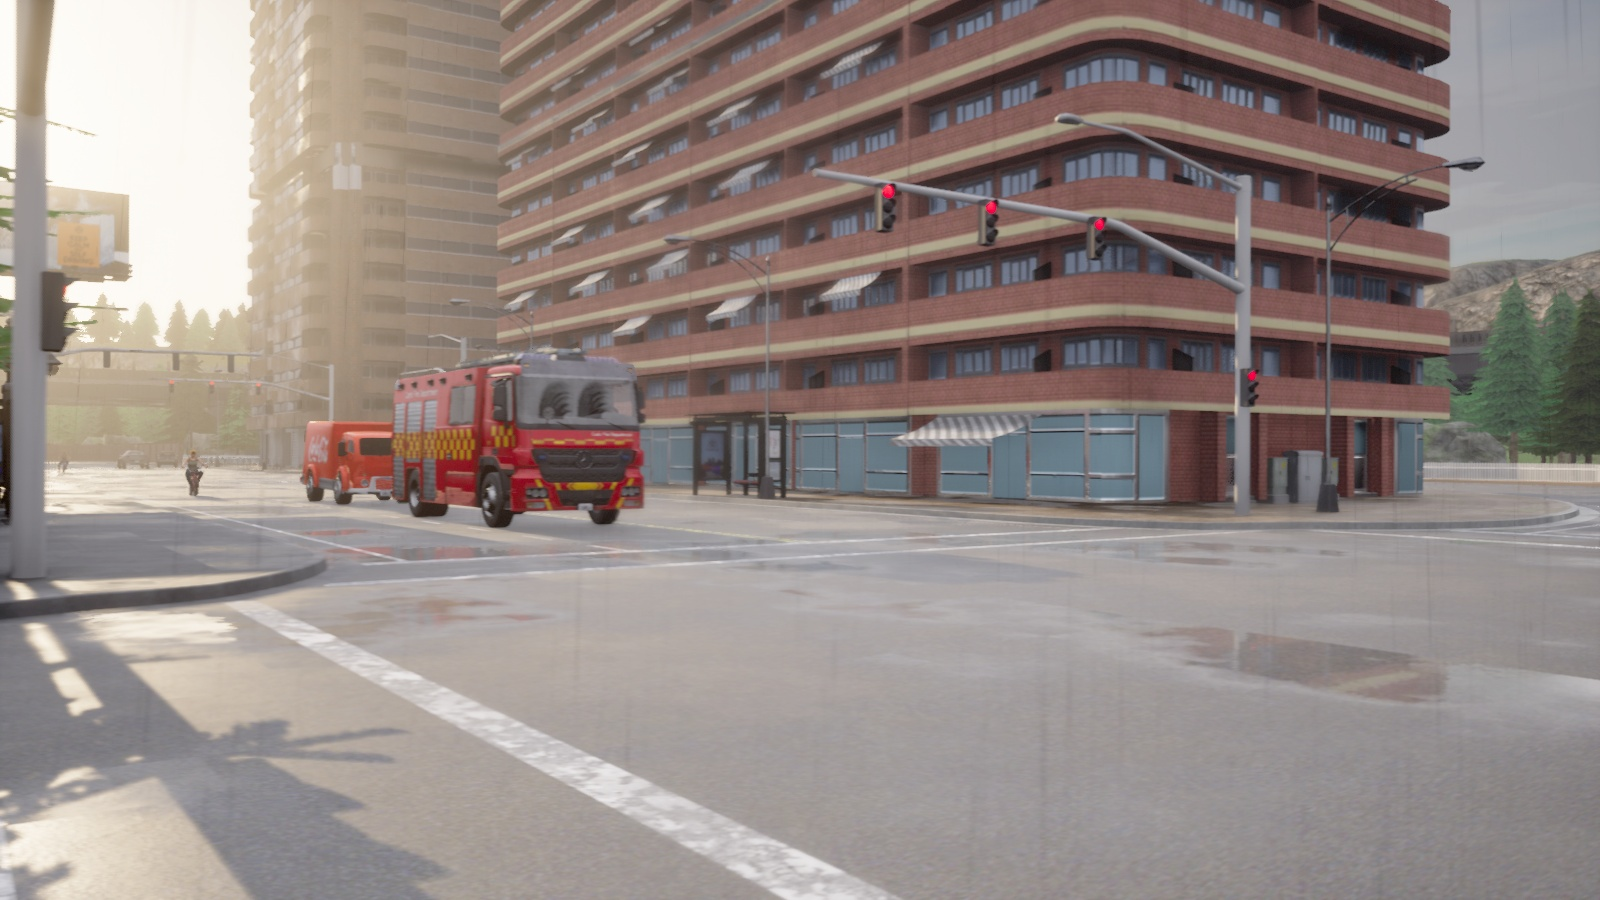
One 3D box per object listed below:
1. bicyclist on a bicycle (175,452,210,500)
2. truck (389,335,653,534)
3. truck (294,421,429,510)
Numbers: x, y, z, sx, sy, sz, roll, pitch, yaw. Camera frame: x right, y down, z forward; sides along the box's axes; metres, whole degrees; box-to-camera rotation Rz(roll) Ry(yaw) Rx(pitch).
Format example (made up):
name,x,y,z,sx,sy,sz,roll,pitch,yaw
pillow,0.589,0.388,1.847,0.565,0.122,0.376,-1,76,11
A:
name,x,y,z,sx,sy,sz,roll,pitch,yaw
bicyclist on a bicycle,-20.842,0.870,43.052,0.866,1.612,1.509,0,0,-34
truck,-6.599,-0.280,28.449,2.891,3.827,8.468,0,0,-34
truck,-13.567,0.404,38.623,2.627,2.467,5.204,0,2,-34
